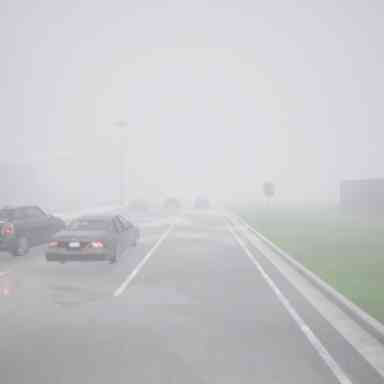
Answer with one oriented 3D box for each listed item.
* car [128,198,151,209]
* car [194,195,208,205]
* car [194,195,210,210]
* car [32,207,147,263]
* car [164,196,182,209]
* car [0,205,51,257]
[{"bbox_3d":[-5.884,1.329,37.683,1.994,1.385,4.181,0,0,2],"label":"car"},{"bbox_3d":[1.437,1.244,52.105,2.033,1.411,5.357,0,0,2],"label":"car"},{"bbox_3d":[1.179,1.317,39.728,2.033,1.411,5.357,0,0,2],"label":"car"},{"bbox_3d":[-3.135,1.472,11.574,2.033,1.411,5.357,0,0,2],"label":"car"},{"bbox_3d":[-2.313,1.263,40.102,1.837,1.490,4.892,0,0,2],"label":"car"},{"bbox_3d":[-6.583,1.262,12.664,2.097,1.767,4.553,0,0,1],"label":"car"}]
